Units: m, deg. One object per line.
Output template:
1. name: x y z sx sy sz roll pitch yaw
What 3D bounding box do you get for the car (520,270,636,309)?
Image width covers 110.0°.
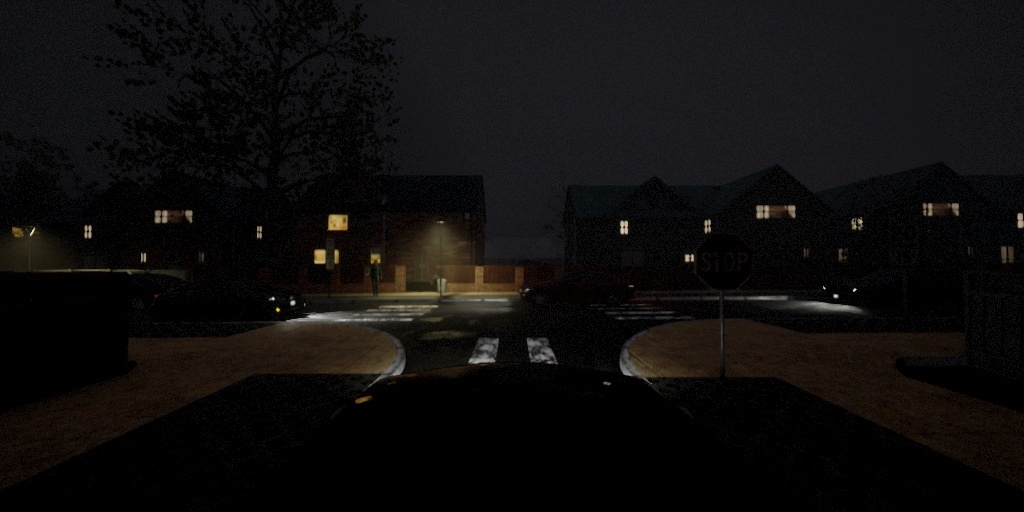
1. car: 2.643 1.320 14.723 4.674 1.442 1.812 0 -1 1

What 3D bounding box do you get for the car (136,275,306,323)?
1. car: -9.264 1.401 11.908 4.181 1.385 1.994 -1 -1 0

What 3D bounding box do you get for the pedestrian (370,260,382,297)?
1. pedestrian: -6.750 1.094 17.749 0.375 1.860 0.375 0 -1 1

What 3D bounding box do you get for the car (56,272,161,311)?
1. car: -16.114 1.460 15.021 5.008 1.535 1.882 -1 -1 0

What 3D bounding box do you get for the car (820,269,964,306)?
1. car: 15.846 1.227 14.583 5.357 1.411 2.033 0 -1 1
